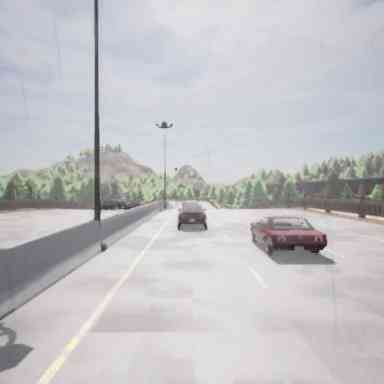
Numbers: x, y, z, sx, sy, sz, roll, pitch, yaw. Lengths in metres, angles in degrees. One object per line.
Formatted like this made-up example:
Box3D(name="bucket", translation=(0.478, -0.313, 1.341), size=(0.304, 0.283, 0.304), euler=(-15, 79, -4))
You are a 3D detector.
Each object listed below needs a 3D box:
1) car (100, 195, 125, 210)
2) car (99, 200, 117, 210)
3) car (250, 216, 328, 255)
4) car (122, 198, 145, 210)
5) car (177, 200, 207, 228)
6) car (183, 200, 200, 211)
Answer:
Box3D(name="car", translation=(-10.792, 1.438, 47.089), size=(2.150, 2.045, 5.566), euler=(0, -2, 0))
Box3D(name="car", translation=(-14.306, 2.299, 56.727), size=(1.837, 1.490, 4.892), euler=(0, -4, 0))
Box3D(name="car", translation=(3.545, 1.580, 13.198), size=(1.895, 1.301, 4.718), euler=(0, 0, 0))
Box3D(name="car", translation=(-7.283, 1.669, 42.908), size=(1.895, 1.301, 4.718), euler=(0, -1, 0))
Box3D(name="car", translation=(0.017, 1.505, 21.897), size=(1.812, 1.442, 4.674), euler=(0, 0, 0))
Box3D(name="car", translation=(-0.085, 1.602, 40.527), size=(1.895, 1.301, 4.718), euler=(0, -1, 0))
